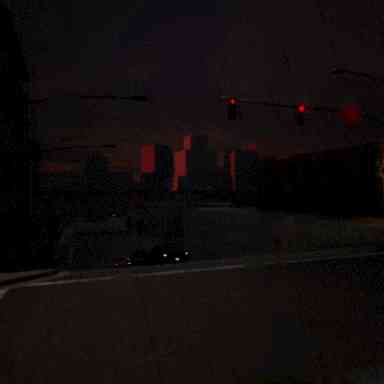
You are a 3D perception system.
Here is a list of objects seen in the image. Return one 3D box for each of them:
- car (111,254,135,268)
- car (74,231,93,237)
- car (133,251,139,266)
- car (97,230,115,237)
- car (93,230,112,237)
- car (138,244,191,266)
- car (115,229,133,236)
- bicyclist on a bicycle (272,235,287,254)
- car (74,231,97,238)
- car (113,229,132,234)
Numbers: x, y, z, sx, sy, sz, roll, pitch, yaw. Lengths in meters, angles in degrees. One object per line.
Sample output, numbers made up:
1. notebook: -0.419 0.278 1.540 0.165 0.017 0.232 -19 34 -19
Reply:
1. car: -8.968 9.078 42.037 2.097 1.767 4.553 -1 -9 -20
2. car: -27.591 10.694 84.658 4.536 1.218 1.853 -1 -1 24
3. car: -7.739 9.687 49.194 2.150 2.045 5.566 -1 -5 -18
4. car: -23.197 10.804 86.170 2.038 1.542 4.974 -1 -1 34
5. car: -23.170 10.647 86.215 1.853 1.218 4.536 -1 -1 34
6. car: -1.737 4.077 21.402 2.033 1.411 5.357 -1 -13 -20
7. car: -18.394 10.763 88.691 4.974 1.542 2.038 -1 -1 9
8. bicyclist on a bicycle: 7.437 4.509 28.324 1.656 1.620 0.582 -1 -12 -17
9. car: -27.541 10.850 84.635 4.974 1.542 2.038 -1 -1 24
10. car: -18.447 10.606 88.701 4.536 1.218 1.853 -1 -1 9
